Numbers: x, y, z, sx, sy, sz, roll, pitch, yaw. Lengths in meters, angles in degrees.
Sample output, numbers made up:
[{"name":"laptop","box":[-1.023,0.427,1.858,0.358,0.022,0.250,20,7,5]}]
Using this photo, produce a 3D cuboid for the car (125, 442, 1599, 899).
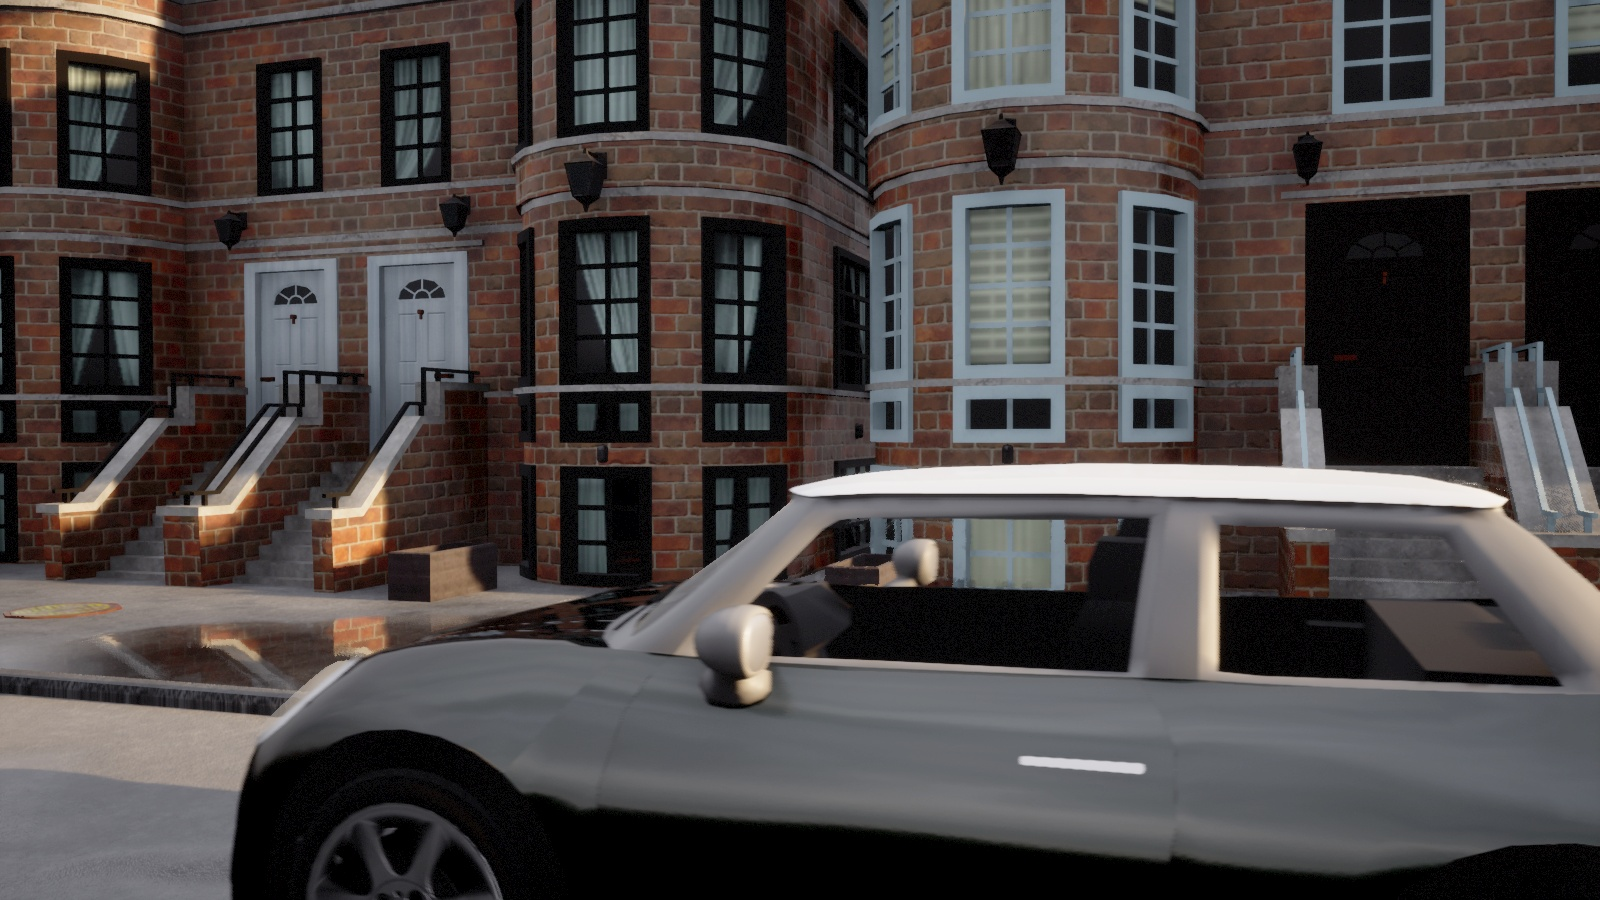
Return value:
[{"name":"car","box":[0.370,0.736,3.586,3.806,1.475,1.970,1,1,18]}]
